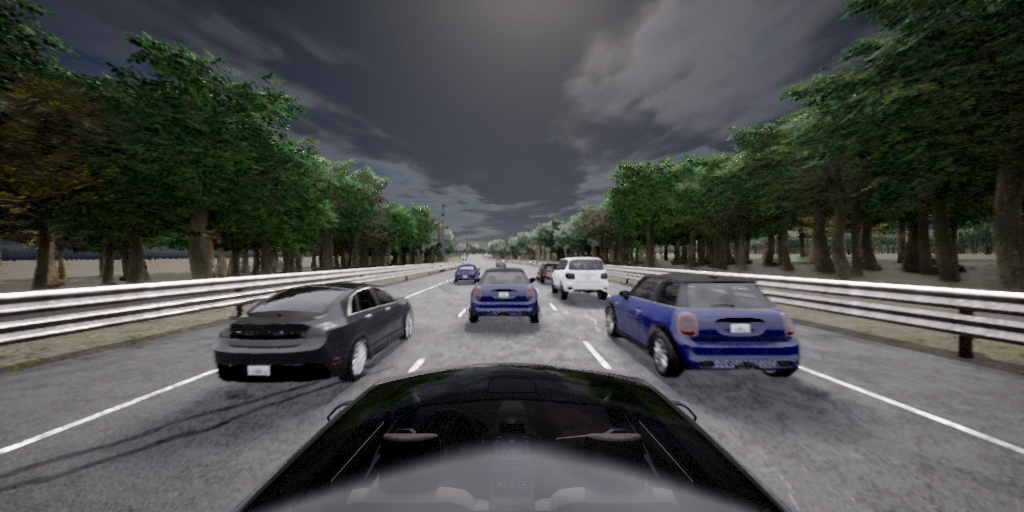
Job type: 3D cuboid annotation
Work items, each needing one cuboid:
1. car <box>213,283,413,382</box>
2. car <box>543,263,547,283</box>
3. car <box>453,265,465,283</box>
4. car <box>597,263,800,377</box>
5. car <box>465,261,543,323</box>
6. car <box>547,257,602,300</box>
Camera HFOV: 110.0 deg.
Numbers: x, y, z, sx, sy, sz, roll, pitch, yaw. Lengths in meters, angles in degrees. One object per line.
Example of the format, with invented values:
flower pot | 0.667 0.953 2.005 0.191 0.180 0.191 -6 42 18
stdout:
car | -3.399 1.292 7.211 1.837 1.490 4.892 0 0 0
car | 3.163 1.363 29.801 2.033 1.649 4.856 0 0 -1
car | -3.734 1.465 30.290 1.812 1.442 4.674 0 0 -2
car | 3.486 1.138 7.614 2.097 1.767 4.553 0 0 0
car | -0.222 1.172 12.665 2.097 1.767 4.553 0 0 0
car | 3.374 1.079 18.755 2.150 2.045 5.566 0 0 -1
